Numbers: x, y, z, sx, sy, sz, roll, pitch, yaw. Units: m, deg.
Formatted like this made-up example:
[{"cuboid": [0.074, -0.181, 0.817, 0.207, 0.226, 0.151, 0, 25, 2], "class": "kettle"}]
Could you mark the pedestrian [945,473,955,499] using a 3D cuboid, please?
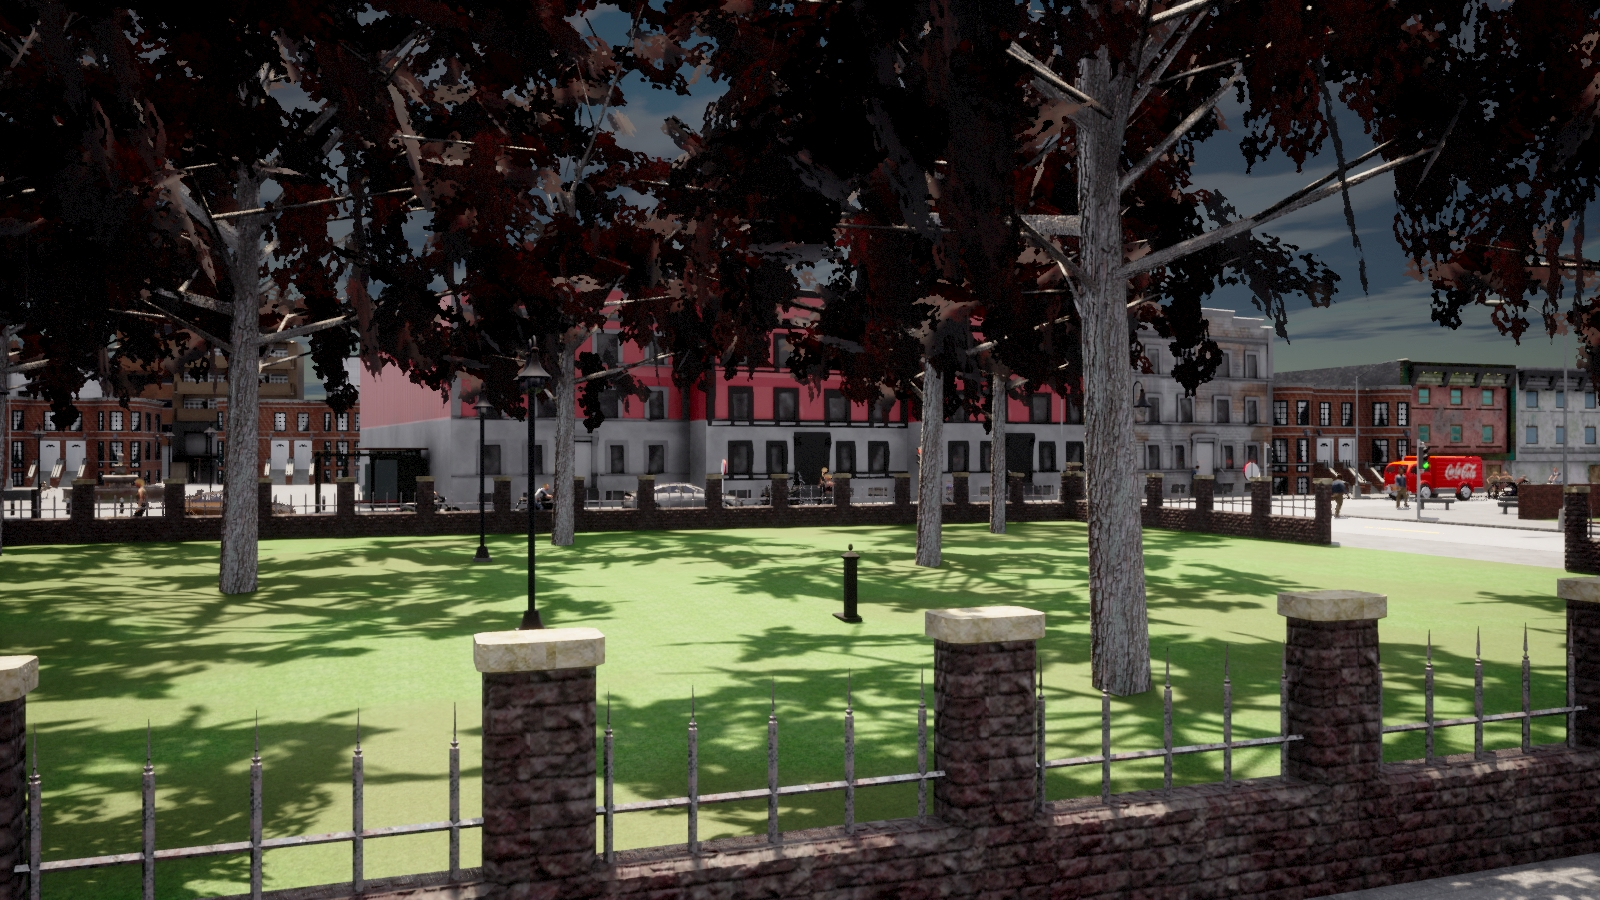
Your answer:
[{"cuboid": [7.458, 1.802, 56.975, 0.375, 1.300, 0.375, 0, 0, -16], "class": "pedestrian"}]

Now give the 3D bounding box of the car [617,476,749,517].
[{"cuboid": [-4.677, 1.827, 45.707, 4.902, 1.511, 2.128, 0, 0, -19], "class": "car"}]

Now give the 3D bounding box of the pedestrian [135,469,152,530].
[{"cuboid": [-20.283, 1.523, 35.295, 0.375, 1.860, 0.375, 0, 0, -19], "class": "pedestrian"}]

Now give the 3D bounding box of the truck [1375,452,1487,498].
[{"cuboid": [35.004, 1.348, 63.458, 5.204, 2.467, 2.627, 0, 0, -19], "class": "truck"}]

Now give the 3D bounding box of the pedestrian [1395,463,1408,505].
[{"cuboid": [26.943, 1.517, 51.165, 0.375, 1.860, 0.375, 0, 0, -1], "class": "pedestrian"}]

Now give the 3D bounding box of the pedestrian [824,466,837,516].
[{"cuboid": [1.146, 1.525, 42.633, 0.375, 1.860, 0.375, 0, 0, -19], "class": "pedestrian"}]

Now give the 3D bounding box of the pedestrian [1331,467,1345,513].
[{"cuboid": [21.803, 1.629, 46.306, 0.375, 1.860, 0.375, 0, 0, -20], "class": "pedestrian"}]

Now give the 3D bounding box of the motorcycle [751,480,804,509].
[{"cuboid": [-0.994, 1.985, 51.309, 2.209, 1.251, 0.867, 0, 0, -19], "class": "motorcycle"}]

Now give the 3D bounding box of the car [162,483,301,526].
[{"cuboid": [-20.045, 1.898, 40.457, 4.181, 1.385, 1.994, 0, 0, -19], "class": "car"}]

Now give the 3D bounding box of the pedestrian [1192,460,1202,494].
[{"cuboid": [22.387, 1.523, 64.456, 0.375, 1.860, 0.375, 0, 0, -19], "class": "pedestrian"}]

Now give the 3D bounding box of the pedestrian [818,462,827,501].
[{"cuboid": [1.077, 1.524, 55.268, 0.375, 1.860, 0.375, 0, 0, -7], "class": "pedestrian"}]

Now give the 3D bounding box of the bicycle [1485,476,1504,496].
[{"cuboid": [39.299, 2.036, 64.656, 0.859, 1.080, 1.487, 0, 0, 35], "class": "bicycle"}]

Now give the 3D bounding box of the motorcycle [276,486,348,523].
[{"cuboid": [-17.611, 1.950, 41.298, 2.356, 1.277, 0.764, 0, 0, -19], "class": "motorcycle"}]
